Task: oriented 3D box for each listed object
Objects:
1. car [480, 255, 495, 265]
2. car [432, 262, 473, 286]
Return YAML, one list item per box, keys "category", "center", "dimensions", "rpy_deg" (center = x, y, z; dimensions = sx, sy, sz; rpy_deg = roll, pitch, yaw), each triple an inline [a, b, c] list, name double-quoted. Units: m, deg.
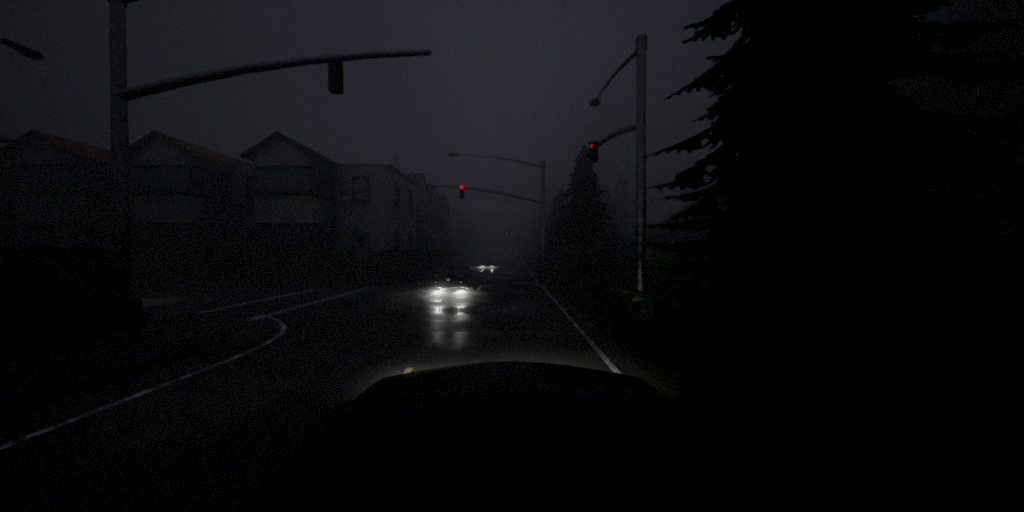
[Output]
- category: "car"
  center: [-3.551, 0.493, 52.575]
  dimensions: [1.895, 1.301, 4.718]
  rpy_deg: [0, 1, 0]
- category: "car"
  center: [-3.519, 1.079, 21.833]
  dimensions: [1.994, 1.385, 4.181]
  rpy_deg: [0, 1, 0]
